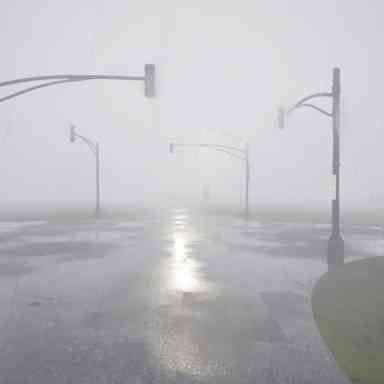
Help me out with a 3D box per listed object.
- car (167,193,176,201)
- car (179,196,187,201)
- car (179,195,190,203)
[{"bbox_3d":[-4.570,1.013,73.918,2.097,1.767,4.553,0,0,-3],"label":"car"},{"bbox_3d":[-2.183,1.558,79.898,1.895,1.301,4.718,0,0,-4],"label":"car"},{"bbox_3d":[-1.586,1.383,69.824,2.097,1.767,4.553,0,0,-3],"label":"car"}]
